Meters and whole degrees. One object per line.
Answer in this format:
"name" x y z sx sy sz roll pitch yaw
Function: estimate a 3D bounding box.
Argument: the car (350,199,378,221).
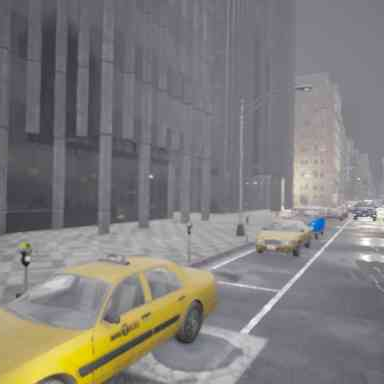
"car" 18.954 2.027 36.399 2.150 2.045 5.566 1 -1 29

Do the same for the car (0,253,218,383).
"car" -1.247 1.557 4.466 1.752 1.417 4.829 0 -1 29

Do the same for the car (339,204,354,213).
"car" 25.366 2.684 54.412 1.947 1.339 4.313 1 -1 28

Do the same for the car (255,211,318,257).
"car" 4.076 1.788 14.446 1.752 1.417 4.829 1 -1 28

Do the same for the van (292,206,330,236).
"van" 6.812 1.720 19.576 1.690 1.788 3.998 1 -1 28

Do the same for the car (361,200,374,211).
"car" 34.929 2.645 66.275 2.150 2.045 5.566 1 -1 28

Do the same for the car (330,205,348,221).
"car" 14.761 2.284 34.503 1.802 1.307 4.206 1 -1 28

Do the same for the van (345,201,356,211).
"van" 30.673 2.664 64.369 1.690 1.788 3.998 1 -1 28

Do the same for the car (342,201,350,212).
"car" 17.415 2.246 39.483 1.967 1.590 4.097 1 -1 28
